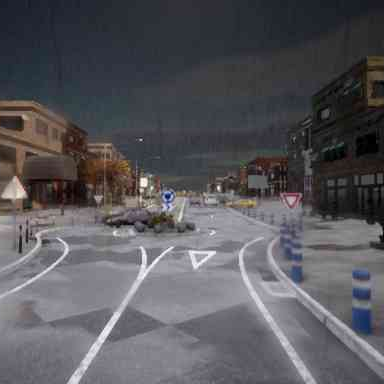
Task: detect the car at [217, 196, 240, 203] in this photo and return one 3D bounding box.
[{"bbox_3d":[7.995,1.695,72.901,4.892,1.521,2.231,0,0,-1],"label":"car"}]

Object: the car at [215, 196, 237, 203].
[{"bbox_3d":[7.930,1.680,78.412,5.008,1.535,2.097,0,0,-1],"label":"car"}]

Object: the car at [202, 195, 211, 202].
[{"bbox_3d":[3.303,1.533,76.801,1.837,1.490,4.892,0,0,-1],"label":"car"}]

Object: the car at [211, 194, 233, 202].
[{"bbox_3d":[7.801,1.433,86.683,5.566,2.045,2.435,0,0,-1],"label":"car"}]

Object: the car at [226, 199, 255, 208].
[{"bbox_3d":[8.182,1.865,56.368,4.674,1.452,2.002,0,1,-1],"label":"car"}]

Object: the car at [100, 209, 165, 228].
[{"bbox_3d":[-4.678,2.135,27.154,5.357,1.411,2.033,1,-1,-33],"label":"car"}]

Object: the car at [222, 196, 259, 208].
[{"bbox_3d":[8.025,1.856,53.608,5.366,1.575,1.946,0,1,-1],"label":"car"}]

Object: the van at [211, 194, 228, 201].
[{"bbox_3d":[7.649,1.480,92.193,4.442,1.987,1.878,0,0,-1],"label":"van"}]

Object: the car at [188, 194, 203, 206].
[{"bbox_3d":[0.486,1.666,60.892,2.097,1.767,4.553,0,1,-1],"label":"car"}]

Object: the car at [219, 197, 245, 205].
[{"bbox_3d":[8.047,1.723,67.389,5.008,1.535,2.097,0,0,-1],"label":"car"}]

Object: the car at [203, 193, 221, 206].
[{"bbox_3d":[3.485,1.555,60.987,2.150,2.045,5.566,0,1,-1],"label":"car"}]

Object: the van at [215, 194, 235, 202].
[{"bbox_3d":[8.010,1.452,81.048,4.442,1.987,1.878,0,0,-1],"label":"van"}]

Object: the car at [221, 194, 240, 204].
[{"bbox_3d":[8.144,1.516,61.875,5.566,2.045,2.435,0,1,-1],"label":"car"}]
